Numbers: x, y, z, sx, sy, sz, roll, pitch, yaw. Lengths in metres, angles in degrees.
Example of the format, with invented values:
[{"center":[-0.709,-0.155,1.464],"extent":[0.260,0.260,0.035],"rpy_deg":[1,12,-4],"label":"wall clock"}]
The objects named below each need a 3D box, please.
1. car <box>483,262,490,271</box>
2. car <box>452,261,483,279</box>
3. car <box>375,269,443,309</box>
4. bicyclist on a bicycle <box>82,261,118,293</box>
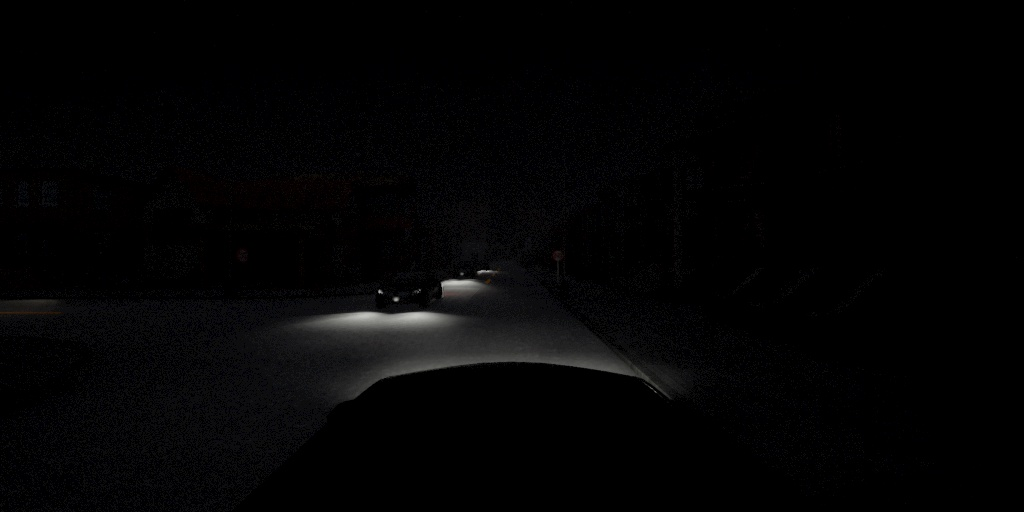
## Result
[{"center":[-4.151,1.313,49.500],"extent":[1.994,1.385,4.181],"rpy_deg":[0,0,0],"label":"car"},{"center":[-4.147,1.243,32.161],"extent":[2.128,1.511,4.902],"rpy_deg":[0,0,0],"label":"car"},{"center":[-4.127,1.275,15.096],"extent":[1.812,1.442,4.674],"rpy_deg":[0,0,0],"label":"car"},{"center":[-21.605,1.099,18.841],"extent":[0.582,1.620,1.656],"rpy_deg":[0,0,0],"label":"bicyclist on a bicycle"}]
